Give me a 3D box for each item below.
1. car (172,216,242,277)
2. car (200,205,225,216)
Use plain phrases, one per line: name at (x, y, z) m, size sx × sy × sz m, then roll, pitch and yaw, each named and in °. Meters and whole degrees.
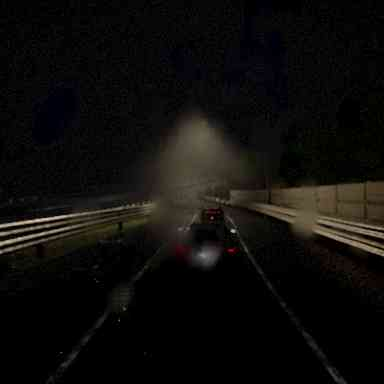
car at (0.493, 1.687, 10.760) m, size 1.994 × 1.385 × 4.181 m, roll 0°, pitch -1°, yaw 3°
car at (1.688, 1.797, 27.562) m, size 2.128 × 1.511 × 4.902 m, roll 0°, pitch -1°, yaw 4°
